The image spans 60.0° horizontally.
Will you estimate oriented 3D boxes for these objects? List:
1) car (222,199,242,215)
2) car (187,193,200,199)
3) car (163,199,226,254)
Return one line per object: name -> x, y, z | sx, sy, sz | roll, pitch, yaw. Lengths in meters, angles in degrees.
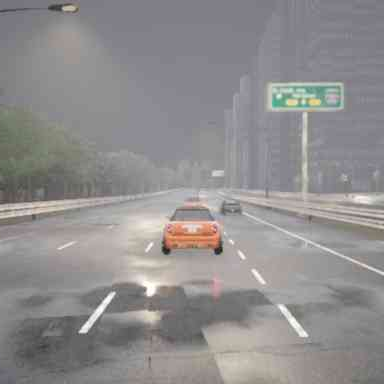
car -> 3.707, 1.444, 32.481 | 2.128, 1.511, 4.902 | 0, 0, 0
car -> 0.113, 1.299, 33.292 | 2.097, 1.767, 4.553 | 0, 0, 0
car -> 0.018, 1.342, 13.619 | 2.097, 1.767, 4.553 | 0, 0, 0
